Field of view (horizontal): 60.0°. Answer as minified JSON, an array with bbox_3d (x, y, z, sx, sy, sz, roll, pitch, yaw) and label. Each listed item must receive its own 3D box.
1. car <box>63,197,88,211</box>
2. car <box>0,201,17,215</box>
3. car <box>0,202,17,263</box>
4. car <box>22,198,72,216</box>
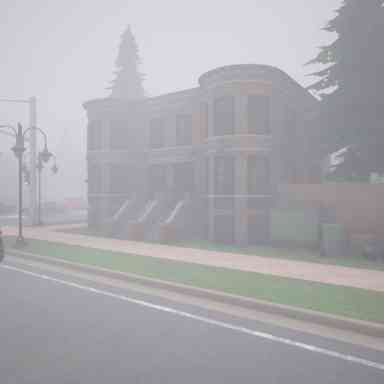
[{"bbox_3d":[-14.678,1.352,39.326,2.097,1.767,4.553,0,0,33],"label":"car"},{"bbox_3d":[-19.670,1.601,31.951,1.895,1.301,4.718,0,0,35],"label":"car"},{"bbox_3d":[-7.366,1.221,9.223,5.566,2.045,2.150,0,0,36],"label":"car"},{"bbox_3d":[-14.647,1.564,33.089,1.994,1.385,4.181,0,0,34],"label":"car"}]
